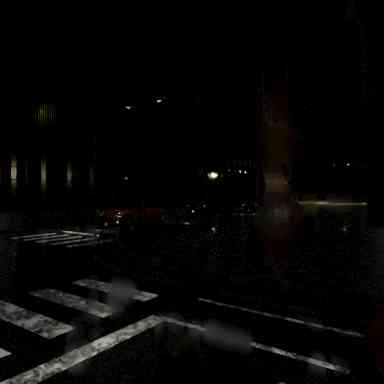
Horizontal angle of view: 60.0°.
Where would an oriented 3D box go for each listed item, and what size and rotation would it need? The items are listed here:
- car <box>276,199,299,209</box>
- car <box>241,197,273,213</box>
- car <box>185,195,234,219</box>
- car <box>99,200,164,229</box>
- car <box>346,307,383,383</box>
[{"bbox_3d":[13.124,1.623,45.638,1.994,1.385,4.181,0,0,36],"label":"car"},{"bbox_3d":[7.395,1.399,37.700,2.097,1.767,4.553,0,0,35],"label":"car"},{"bbox_3d":[1.697,1.256,29.781,2.150,2.045,5.566,0,0,36],"label":"car"},{"bbox_3d":[-3.904,1.376,21.953,2.097,1.767,4.553,0,0,35],"label":"car"},{"bbox_3d":[3.564,1.221,1.149,5.566,2.045,2.150,0,0,36],"label":"car"}]
